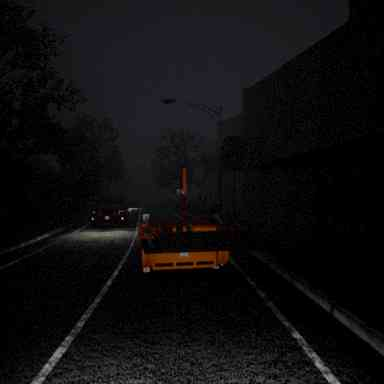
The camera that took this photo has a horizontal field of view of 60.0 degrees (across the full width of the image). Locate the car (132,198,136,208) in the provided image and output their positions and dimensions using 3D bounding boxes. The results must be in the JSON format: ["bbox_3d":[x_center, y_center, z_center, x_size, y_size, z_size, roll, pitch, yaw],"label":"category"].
[{"bbox_3d":[-9.179,1.607,48.719,1.994,1.385,4.181,-1,0,-8],"label":"car"}]

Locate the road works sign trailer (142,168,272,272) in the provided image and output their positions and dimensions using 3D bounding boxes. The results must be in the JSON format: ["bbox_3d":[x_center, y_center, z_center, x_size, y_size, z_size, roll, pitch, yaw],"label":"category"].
[{"bbox_3d":[0.027,0.797,7.705,2.380,2.880,3.560,0,0,-10],"label":"road works sign trailer"}]

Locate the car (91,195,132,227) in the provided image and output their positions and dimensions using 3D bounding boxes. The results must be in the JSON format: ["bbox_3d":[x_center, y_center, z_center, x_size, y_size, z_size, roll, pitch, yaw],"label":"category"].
[{"bbox_3d":[-5.680,1.250,23.497,2.150,2.045,5.566,-1,0,-8],"label":"car"}]
